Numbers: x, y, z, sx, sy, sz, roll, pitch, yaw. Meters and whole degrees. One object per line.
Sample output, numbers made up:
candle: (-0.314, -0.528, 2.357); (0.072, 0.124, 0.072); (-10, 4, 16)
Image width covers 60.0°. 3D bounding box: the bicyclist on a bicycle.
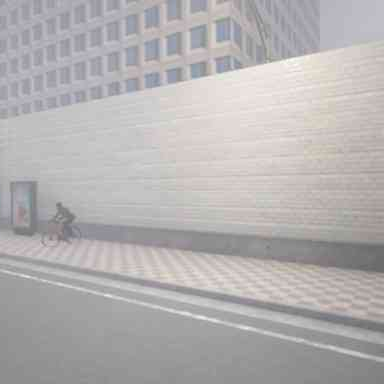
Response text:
bicyclist on a bicycle: (-4.708, 1.192, 12.109); (0.582, 1.620, 1.656); (0, 0, 32)
